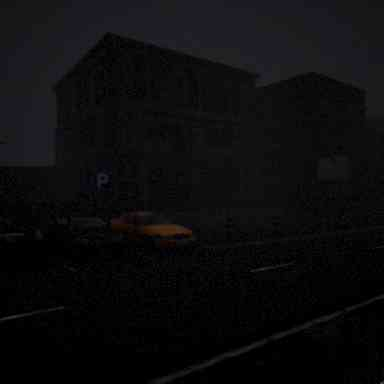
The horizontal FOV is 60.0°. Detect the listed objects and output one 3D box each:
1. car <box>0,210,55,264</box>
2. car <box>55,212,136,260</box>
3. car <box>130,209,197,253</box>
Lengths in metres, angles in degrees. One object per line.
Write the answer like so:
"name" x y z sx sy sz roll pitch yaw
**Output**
"car" -6.442 1.379 11.257 2.185 1.767 4.553 0 0 -36
"car" -4.240 1.558 12.912 2.002 1.452 4.674 0 0 -36
"car" -1.903 1.532 14.388 1.946 1.575 5.366 0 0 -36
